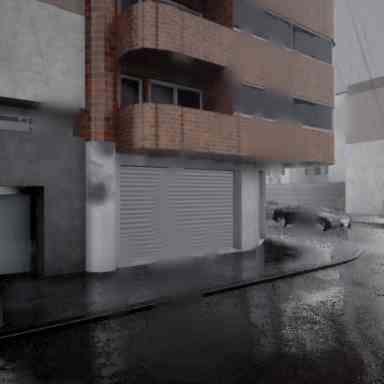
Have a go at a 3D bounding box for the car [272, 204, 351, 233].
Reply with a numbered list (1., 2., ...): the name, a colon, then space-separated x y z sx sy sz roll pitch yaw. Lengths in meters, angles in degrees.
1. car: 7.004 1.489 19.902 2.128 1.511 4.902 0 0 -30
